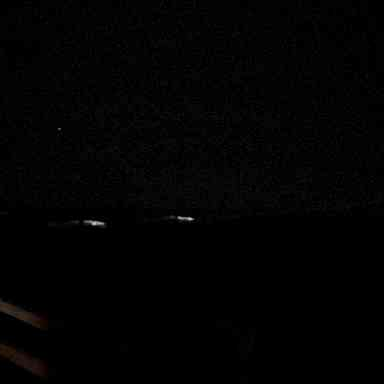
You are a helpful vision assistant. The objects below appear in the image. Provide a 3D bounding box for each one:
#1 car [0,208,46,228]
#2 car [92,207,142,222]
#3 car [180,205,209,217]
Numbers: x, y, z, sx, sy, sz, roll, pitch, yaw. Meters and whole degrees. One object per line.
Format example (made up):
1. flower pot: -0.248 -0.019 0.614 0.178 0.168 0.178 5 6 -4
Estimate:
1. car: -13.601 1.930 25.874 1.994 1.385 4.181 3 0 36
2. car: -7.569 2.236 34.297 2.033 1.411 5.357 3 0 36
3. car: 0.414 2.605 45.384 1.837 1.490 4.892 3 0 36
